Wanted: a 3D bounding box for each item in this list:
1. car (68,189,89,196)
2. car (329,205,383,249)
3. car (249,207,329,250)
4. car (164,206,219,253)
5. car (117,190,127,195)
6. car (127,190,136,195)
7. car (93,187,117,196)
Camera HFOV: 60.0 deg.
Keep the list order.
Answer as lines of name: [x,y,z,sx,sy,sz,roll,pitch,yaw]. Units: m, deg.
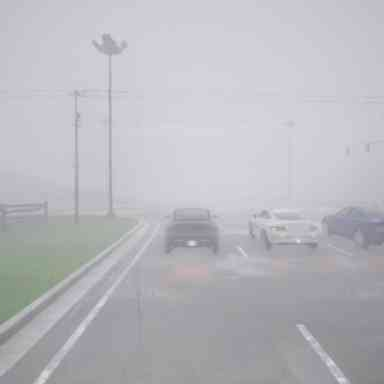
car: [-31.119,0.038,90.002,4.892,1.490,1.837,0,1,18]
car: [6.984,1.265,13.456,1.882,1.535,5.008,0,1,0]
car: [3.488,1.317,13.190,1.812,1.442,4.674,0,1,0]
car: [-0.011,1.304,12.718,1.837,1.490,4.892,0,1,0]
car: [-20.313,0.098,88.209,5.008,1.535,1.882,1,1,32]
car: [-18.790,0.111,91.408,5.357,1.411,2.033,1,1,32]
car: [-22.340,0.189,85.358,4.674,1.442,1.812,1,1,32]
